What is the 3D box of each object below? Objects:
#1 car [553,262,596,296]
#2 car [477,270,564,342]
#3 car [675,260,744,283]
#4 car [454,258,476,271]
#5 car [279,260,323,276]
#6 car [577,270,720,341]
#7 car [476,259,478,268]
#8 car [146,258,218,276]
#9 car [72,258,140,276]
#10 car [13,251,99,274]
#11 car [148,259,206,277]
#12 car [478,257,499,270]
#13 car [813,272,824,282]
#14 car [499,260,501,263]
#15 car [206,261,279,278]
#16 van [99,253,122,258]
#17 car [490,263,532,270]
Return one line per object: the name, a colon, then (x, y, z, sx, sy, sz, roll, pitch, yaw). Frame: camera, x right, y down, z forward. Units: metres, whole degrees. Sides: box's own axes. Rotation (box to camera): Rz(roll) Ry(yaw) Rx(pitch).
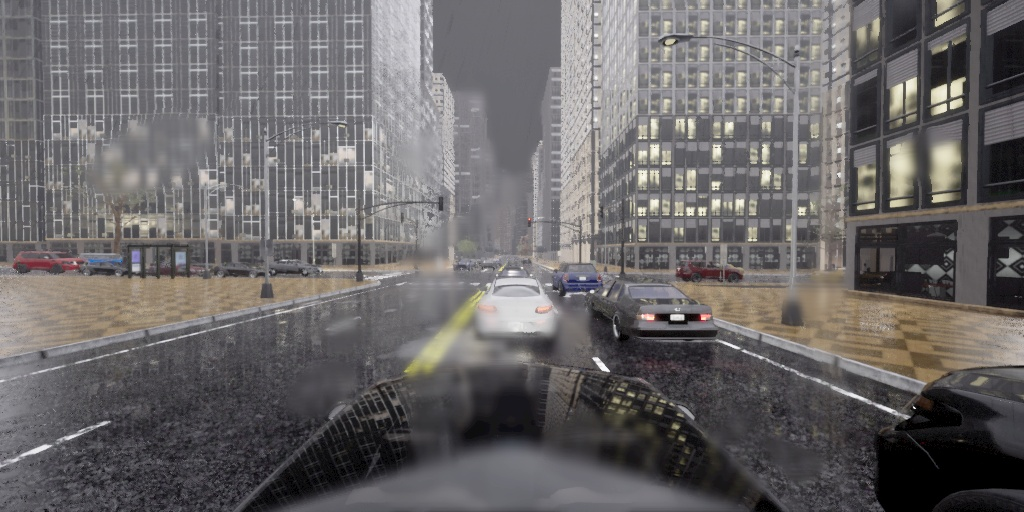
car: (3.367, 1.093, 19.185, 2.097, 1.767, 4.553, 0, 0, 0)
car: (0.106, 1.272, 9.662, 1.812, 1.442, 4.674, 0, 0, 0)
car: (16.221, 1.269, 29.727, 5.009, 1.841, 2.192, 0, 0, 1)
car: (-6.577, 1.068, 49.264, 2.097, 1.767, 4.553, 0, 0, 1)
car: (-19.998, 1.080, 32.943, 4.902, 1.511, 2.128, 1, 1, 1)
car: (3.360, 1.293, 9.800, 2.033, 1.411, 5.357, 0, 0, 0)
car: (-6.530, 1.211, 58.361, 1.837, 1.490, 4.892, 0, 0, 0)
car: (-30.466, 0.971, 33.167, 5.008, 1.535, 1.882, 1, 1, 1)
car: (-34.068, 1.069, 30.611, 4.313, 1.339, 1.948, 0, 0, 1)
car: (-42.764, 0.605, 33.439, 5.566, 2.045, 2.150, 0, 1, 1)
car: (-28.387, 1.138, 30.432, 4.207, 1.307, 1.802, 0, 0, 1)
car: (-3.293, 1.262, 51.245, 2.033, 1.411, 5.357, 0, 0, 0)
car: (27.669, 1.579, 29.519, 4.829, 1.417, 1.751, 0, 0, 1)
car: (-3.268, 1.304, 61.006, 1.895, 1.301, 4.718, 0, 0, 0)
car: (-22.703, 1.174, 30.293, 4.313, 1.339, 1.948, 0, 0, 1)
van: (-45.250, 0.605, 39.282, 3.998, 1.789, 1.690, 0, 0, 1)
car: (0.116, 1.288, 18.906, 2.033, 1.411, 5.357, 0, 0, 0)
